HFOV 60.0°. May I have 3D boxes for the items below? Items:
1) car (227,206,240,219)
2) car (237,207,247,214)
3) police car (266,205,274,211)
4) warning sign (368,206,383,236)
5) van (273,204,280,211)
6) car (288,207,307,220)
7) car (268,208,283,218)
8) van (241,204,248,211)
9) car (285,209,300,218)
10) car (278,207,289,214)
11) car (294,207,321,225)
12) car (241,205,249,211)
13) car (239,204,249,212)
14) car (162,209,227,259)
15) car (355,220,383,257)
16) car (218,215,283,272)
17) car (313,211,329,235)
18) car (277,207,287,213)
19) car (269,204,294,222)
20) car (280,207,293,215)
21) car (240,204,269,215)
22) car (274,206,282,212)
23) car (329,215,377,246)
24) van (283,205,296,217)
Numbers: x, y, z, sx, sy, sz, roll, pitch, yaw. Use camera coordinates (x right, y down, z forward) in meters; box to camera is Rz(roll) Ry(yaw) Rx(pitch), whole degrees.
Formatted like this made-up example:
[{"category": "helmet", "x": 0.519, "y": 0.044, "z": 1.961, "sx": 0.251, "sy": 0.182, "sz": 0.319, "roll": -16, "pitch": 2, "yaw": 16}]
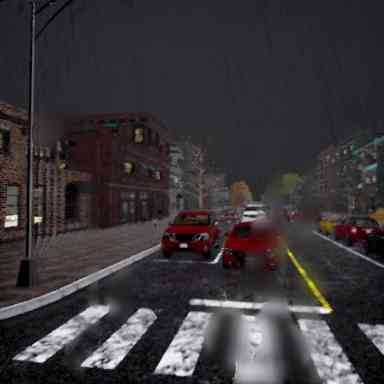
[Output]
[{"category": "car", "x": 4.275, "y": 2.604, "z": 36.806, "sx": 1.967, "sy": 1.590, "sz": 4.097, "roll": 0, "pitch": -2, "yaw": 11}, {"category": "car", "x": 10.456, "y": 3.754, "z": 69.498, "sx": 2.008, "sy": 1.369, "sz": 4.403, "roll": 0, "pitch": -2, "yaw": 11}, {"category": "police car", "x": 21.314, "y": 4.385, "z": 91.438, "sx": 1.930, "sy": 1.638, "sz": 5.238, "roll": 0, "pitch": -2, "yaw": 11}, {"category": "warning sign", "x": 12.400, "y": 1.897, "z": 21.803, "sx": 1.300, "sy": 1.860, "sz": 1.060, "roll": 1, "pitch": -1, "yaw": 11}, {"category": "van", "x": 22.812, "y": 4.263, "z": 89.746, "sx": 1.690, "sy": 1.788, "sz": 3.998, "roll": 0, "pitch": -2, "yaw": 11}, {"category": "car", "x": 14.570, "y": 2.976, "z": 46.149, "sx": 1.967, "sy": 1.590, "sz": 4.097, "roll": 0, "pitch": -2, "yaw": 11}, {"category": "car", "x": 12.780, "y": 3.218, "z": 51.144, "sx": 2.033, "sy": 1.411, "sz": 5.357, "roll": 0, "pitch": -2, "yaw": 11}, {"category": "van", "x": 13.546, "y": 4.065, "z": 85.852, "sx": 1.690, "sy": 1.788, "sz": 3.998, "roll": 0, "pitch": -2, "yaw": 11}, {"category": "car", "x": 15.601, "y": 3.291, "z": 51.594, "sx": 1.802, "sy": 1.307, "sz": 4.206, "roll": 0, "pitch": -2, "yaw": 11}, {"category": "car", "x": 18.691, "y": 3.811, "z": 67.942, "sx": 1.802, "sy": 1.307, "sz": 4.206, "roll": 0, "pitch": -2, "yaw": 11}, {"category": "car", "x": 12.509, "y": 2.504, "z": 35.255, "sx": 2.192, "sy": 1.841, "sz": 5.009, "roll": 0, "pitch": -2, "yaw": 11}, {"category": "car", "x": 14.577, "y": 4.337, "z": 91.298, "sx": 1.967, "sy": 1.590, "sz": 4.097, "roll": 0, "pitch": -2, "yaw": 11}, {"category": "car", "x": 12.517, "y": 3.865, "z": 80.404, "sx": 2.192, "sy": 1.841, "sz": 5.009, "roll": 0, "pitch": -2, "yaw": 11}, {"category": "car", "x": 0.155, "y": 1.784, "z": 15.014, "sx": 2.192, "sy": 1.841, "sz": 5.009, "roll": 0, "pitch": -2, "yaw": 11}, {"category": "car", "x": 8.389, "y": 2.060, "z": 13.451, "sx": 1.947, "sy": 1.339, "sz": 4.313, "roll": 0, "pitch": -2, "yaw": 11}, {"category": "car", "x": 2.348, "y": 1.897, "z": 12.723, "sx": 1.882, "sy": 1.535, "sz": 5.008, "roll": 0, "pitch": -1, "yaw": 12}, {"category": "car", "x": 10.481, "y": 2.372, "z": 24.517, "sx": 1.752, "sy": 1.417, "sz": 4.829, "roll": 0, "pitch": -2, "yaw": 11}, {"category": "car", "x": 19.721, "y": 3.984, "z": 73.391, "sx": 1.802, "sy": 1.307, "sz": 4.206, "roll": 0, "pitch": -2, "yaw": 11}, {"category": "car", "x": 10.938, "y": 2.705, "z": 41.144, "sx": 2.097, "sy": 1.767, "sz": 4.553, "roll": 0, "pitch": -2, "yaw": 11}, {"category": "car", "x": 17.661, "y": 3.600, "z": 62.494, "sx": 1.887, "sy": 1.381, "sz": 4.507, "roll": 0, "pitch": -2, "yaw": 11}, {"category": "car", "x": 6.294, "y": 2.302, "z": 33.466, "sx": 2.150, "sy": 2.045, "sz": 5.566, "roll": 0, "pitch": -2, "yaw": 11}, {"category": "car", "x": 21.782, "y": 4.331, "z": 84.289, "sx": 1.802, "sy": 1.307, "sz": 4.206, "roll": 0, "pitch": -2, "yaw": 11}, {"category": "car", "x": 9.419, "y": 2.108, "z": 18.904, "sx": 1.967, "sy": 1.590, "sz": 4.097, "roll": 0, "pitch": -2, "yaw": 11}, {"category": "van", "x": 16.630, "y": 3.224, "z": 57.051, "sx": 1.690, "sy": 1.788, "sz": 3.998, "roll": 0, "pitch": -2, "yaw": 11}]
